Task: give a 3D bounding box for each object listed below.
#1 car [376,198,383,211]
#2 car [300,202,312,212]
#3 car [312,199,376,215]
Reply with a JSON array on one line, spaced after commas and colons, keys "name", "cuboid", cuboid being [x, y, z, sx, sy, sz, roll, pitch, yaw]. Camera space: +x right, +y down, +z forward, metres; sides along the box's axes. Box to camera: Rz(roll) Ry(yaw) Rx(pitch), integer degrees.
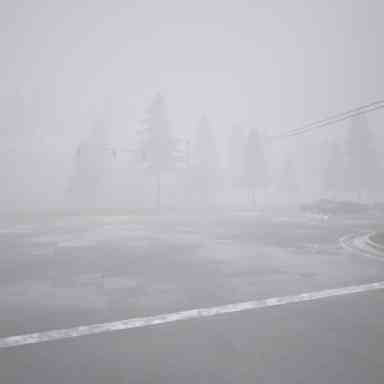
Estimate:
[{"name": "car", "cuboid": [23.175, 1.490, 39.286, 4.902, 1.511, 2.128, 0, 0, -16]}, {"name": "car", "cuboid": [14.294, 1.478, 36.652, 5.008, 1.535, 1.882, 0, 0, -17]}, {"name": "car", "cuboid": [15.158, 1.547, 33.265, 5.357, 1.411, 2.033, 0, 0, -17]}]
